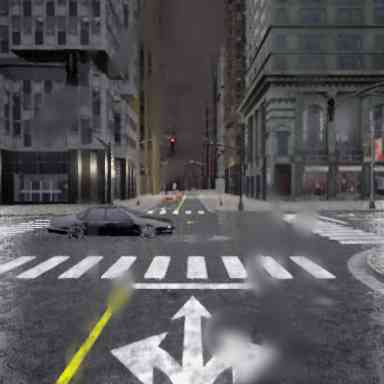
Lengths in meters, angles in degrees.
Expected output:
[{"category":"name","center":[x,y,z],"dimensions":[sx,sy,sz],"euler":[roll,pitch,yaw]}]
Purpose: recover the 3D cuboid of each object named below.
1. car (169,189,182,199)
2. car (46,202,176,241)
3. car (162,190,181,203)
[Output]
[{"category":"car","center":[-3.099,0.378,62.798],"dimensions":[2.097,1.767,4.553],"euler":[0,1,0]},{"category":"car","center":[-3.483,1.328,14.677],"dimensions":[5.357,1.411,2.033],"euler":[0,1,0]},{"category":"car","center":[-3.084,0.635,47.071],"dimensions":[2.097,1.767,4.553],"euler":[0,1,0]}]
